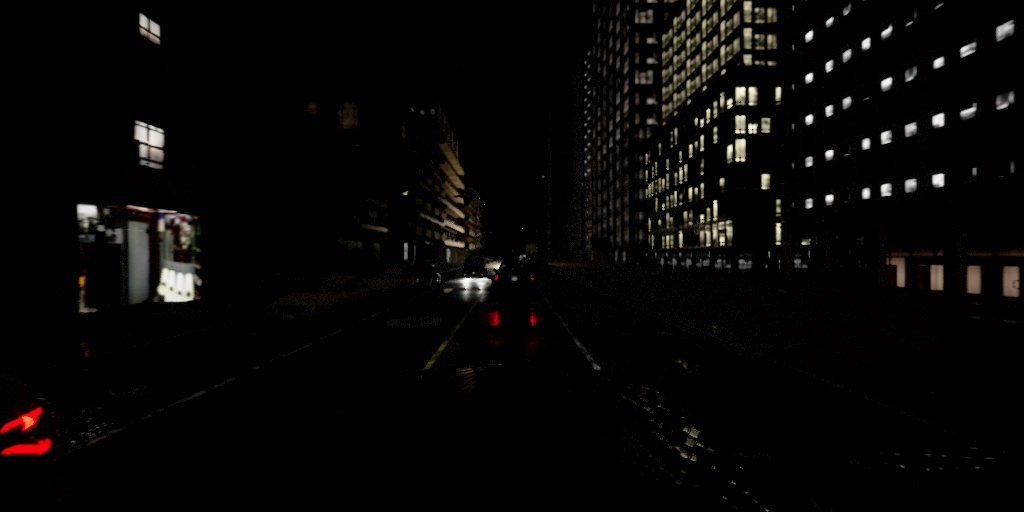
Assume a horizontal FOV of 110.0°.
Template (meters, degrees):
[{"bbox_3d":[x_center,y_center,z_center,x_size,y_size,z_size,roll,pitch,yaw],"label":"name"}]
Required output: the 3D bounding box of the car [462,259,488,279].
[{"bbox_3d":[-3.095,1.177,30.857,1.994,1.385,4.181,0,0,0],"label":"car"}]

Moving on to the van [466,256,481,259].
[{"bbox_3d":[-5.690,0.874,50.312,1.690,1.789,3.998,0,0,0],"label":"van"}]

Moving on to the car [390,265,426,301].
[{"bbox_3d":[-5.690,1.200,17.005,1.751,1.417,4.829,0,0,0],"label":"car"}]

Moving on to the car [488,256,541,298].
[{"bbox_3d":[0.103,1.021,18.017,2.097,1.767,4.553,0,0,0],"label":"car"}]

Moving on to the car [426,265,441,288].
[{"bbox_3d":[-5.690,1.215,22.697,1.948,1.339,4.313,0,0,0],"label":"car"}]

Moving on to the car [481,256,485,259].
[{"bbox_3d":[-5.690,1.057,55.834,1.888,1.381,4.507,0,0,0],"label":"car"}]

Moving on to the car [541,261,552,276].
[{"bbox_3d":[2.691,1.166,33.742,1.948,1.339,4.313,0,0,0],"label":"car"}]

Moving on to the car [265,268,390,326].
[{"bbox_3d":[-5.689,1.226,11.482,1.751,1.417,4.829,0,0,0],"label":"car"}]

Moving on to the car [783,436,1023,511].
[{"bbox_3d":[2.691,1.321,0.605,1.948,1.339,4.313,0,0,0],"label":"car"}]
